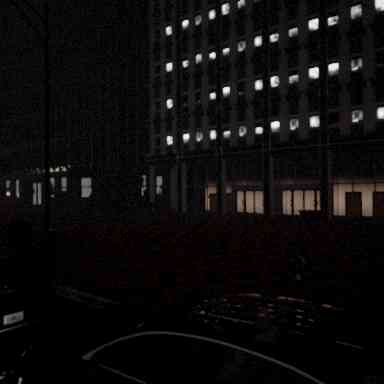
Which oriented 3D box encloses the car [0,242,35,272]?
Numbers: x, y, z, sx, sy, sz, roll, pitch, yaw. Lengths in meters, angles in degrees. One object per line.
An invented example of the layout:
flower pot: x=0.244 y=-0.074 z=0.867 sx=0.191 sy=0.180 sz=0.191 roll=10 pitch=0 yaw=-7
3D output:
car: x=-4.260 y=1.516 z=5.928 sx=4.403 sy=1.369 sz=2.008 roll=0 pitch=-1 yaw=36

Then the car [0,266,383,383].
car: x=0.272 y=1.545 z=2.694 sx=4.403 sy=1.369 sz=2.008 roll=0 pitch=-1 yaw=36
